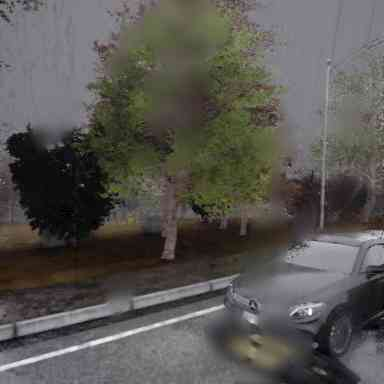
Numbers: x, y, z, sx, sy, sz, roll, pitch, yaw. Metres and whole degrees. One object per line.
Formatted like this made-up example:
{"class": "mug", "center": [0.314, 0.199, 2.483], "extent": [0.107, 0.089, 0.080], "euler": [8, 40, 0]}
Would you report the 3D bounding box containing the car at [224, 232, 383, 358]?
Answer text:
{"class": "car", "center": [2.683, 1.532, 6.153], "extent": [4.674, 1.442, 1.812], "euler": [0, 0, -38]}
